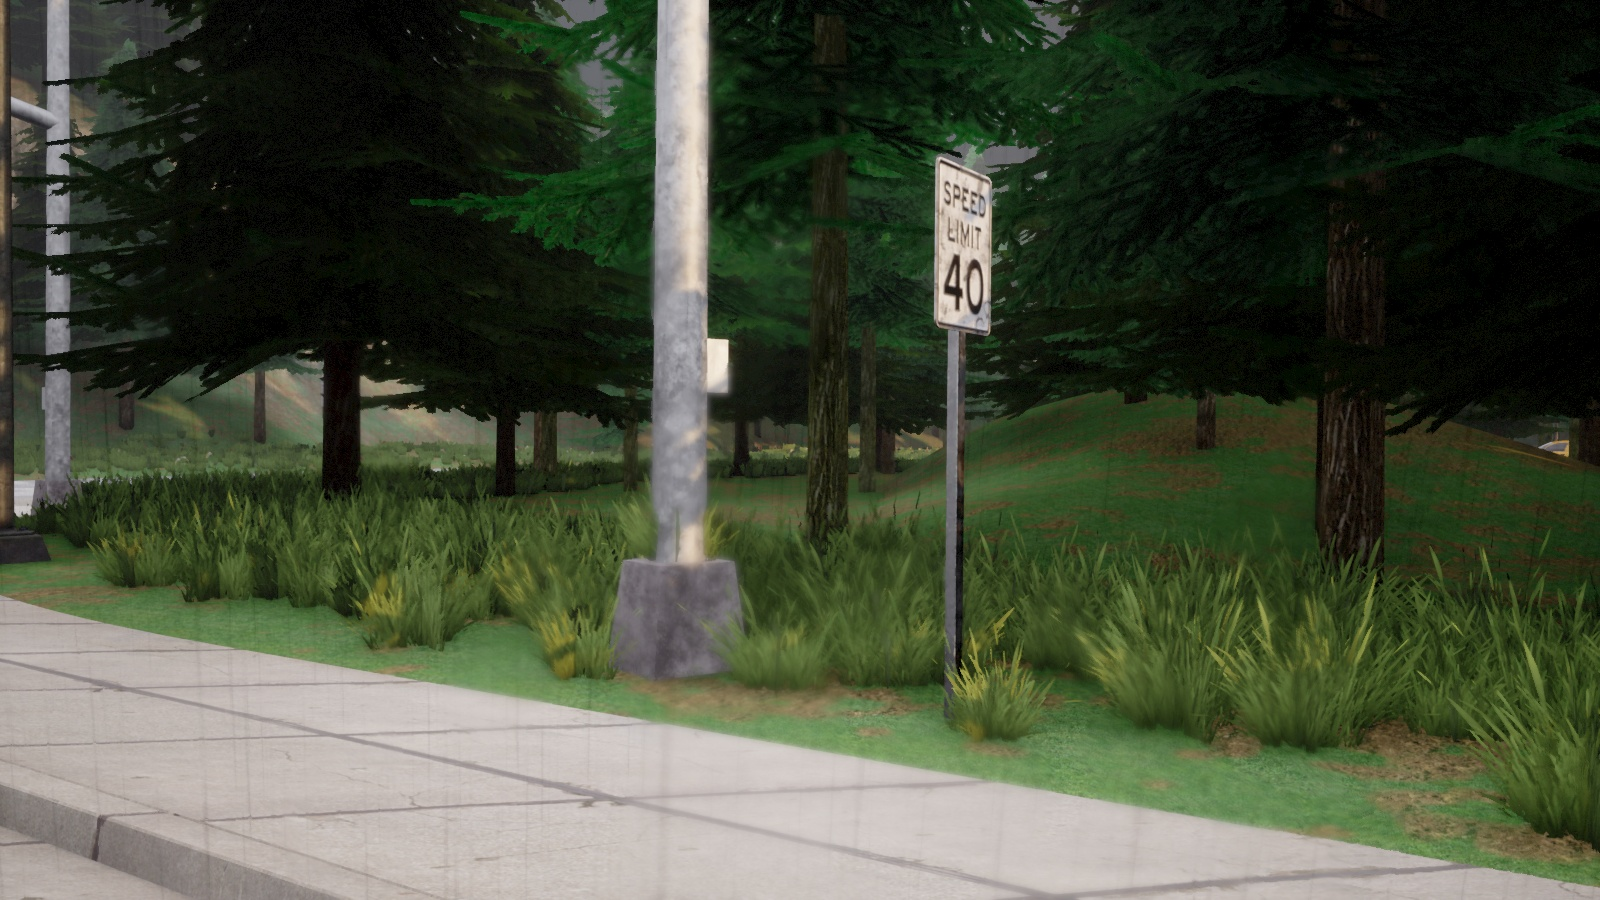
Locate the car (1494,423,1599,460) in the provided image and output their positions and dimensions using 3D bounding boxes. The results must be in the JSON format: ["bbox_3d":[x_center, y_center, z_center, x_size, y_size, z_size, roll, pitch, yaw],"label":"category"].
[{"bbox_3d":[33.039,-0.368,54.109,5.366,1.575,1.801,0,1,33],"label":"car"}]
